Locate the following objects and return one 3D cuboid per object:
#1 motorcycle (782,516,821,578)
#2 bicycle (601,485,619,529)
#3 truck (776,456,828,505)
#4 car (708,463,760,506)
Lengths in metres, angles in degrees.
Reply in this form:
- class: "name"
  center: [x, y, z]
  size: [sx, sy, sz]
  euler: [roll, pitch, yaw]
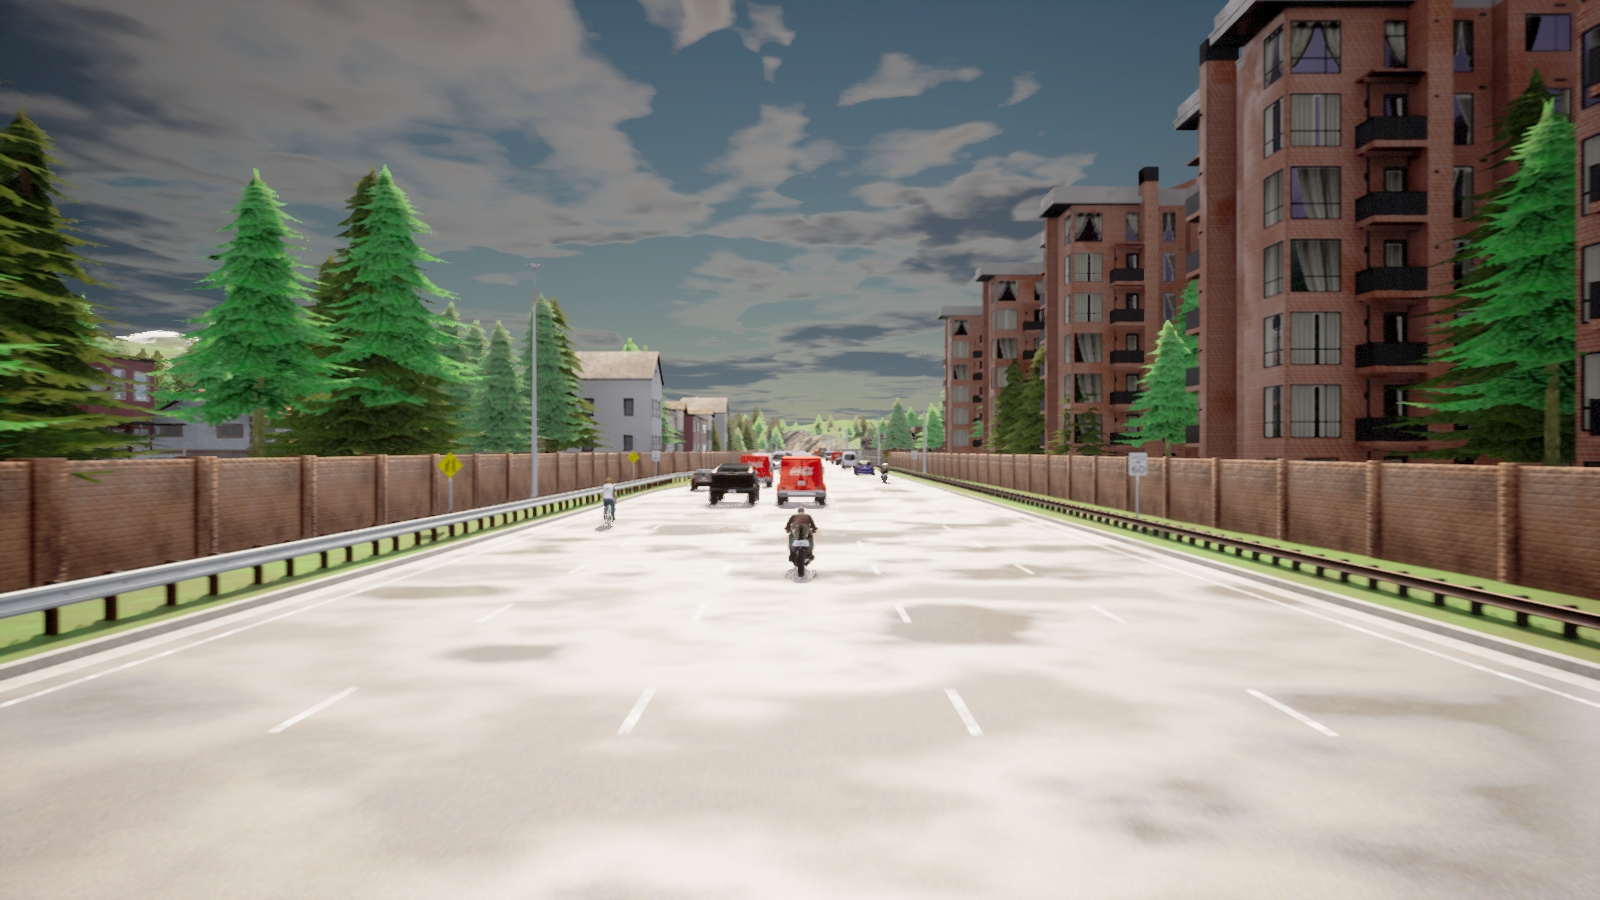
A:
- class: "motorcycle"
  center: [0.027, 2.205, 26.414]
  size: [0.867, 1.251, 2.209]
  euler: [0, 0, 0]
- class: "bicycle"
  center: [-6.948, 2.056, 41.729]
  size: [0.373, 1.496, 1.643]
  euler: [0, 1, 0]
- class: "truck"
  center: [0.086, 1.568, 60.448]
  size: [2.627, 2.467, 5.204]
  euler: [0, 0, 0]
- class: "car"
  center: [-3.414, 1.753, 60.568]
  size: [2.390, 2.098, 6.274]
  euler: [0, 0, 0]
